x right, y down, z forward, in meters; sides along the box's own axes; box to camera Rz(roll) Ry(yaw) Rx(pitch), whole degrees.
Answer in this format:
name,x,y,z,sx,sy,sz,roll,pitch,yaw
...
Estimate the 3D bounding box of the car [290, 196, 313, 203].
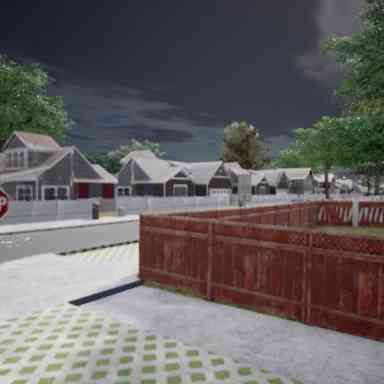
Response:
name,x,y,z,sx,sy,sz,roll,pitch,yaw
car,15.253,1.298,46.002,2.033,1.411,5.357,0,0,36
